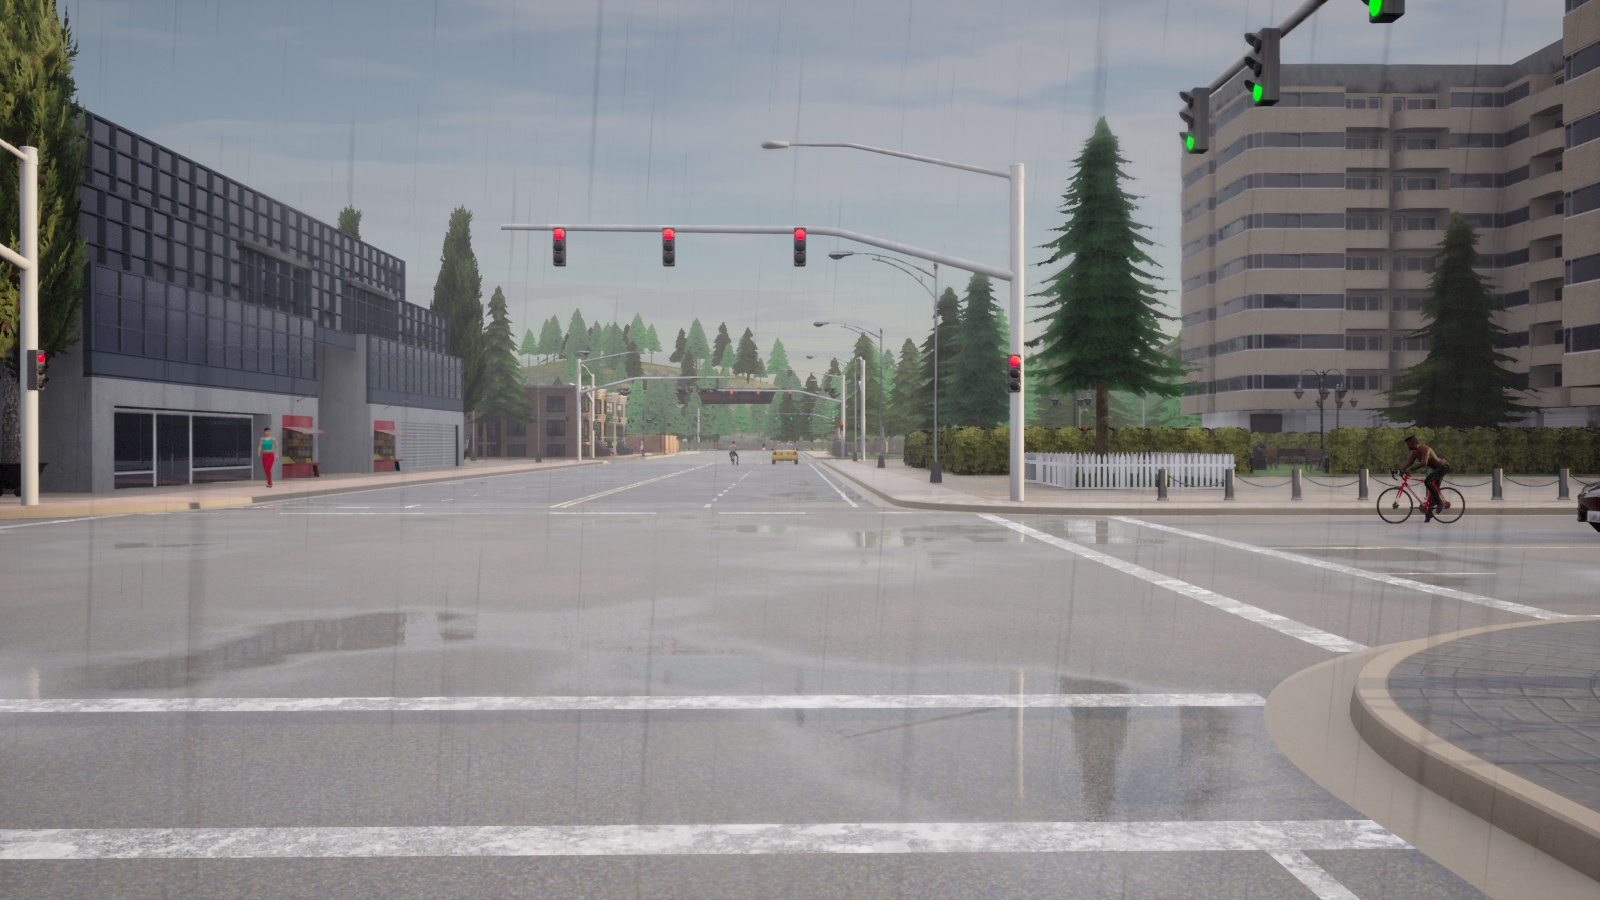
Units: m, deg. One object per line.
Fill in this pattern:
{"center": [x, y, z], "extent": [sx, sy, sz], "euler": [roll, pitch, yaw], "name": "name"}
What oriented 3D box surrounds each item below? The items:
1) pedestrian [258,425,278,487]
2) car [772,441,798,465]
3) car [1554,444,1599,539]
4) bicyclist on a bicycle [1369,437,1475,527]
{"center": [-15.837, 0.181, 37.376], "extent": [0.345, 1.836, 0.594], "euler": [0, 0, -1], "name": "pedestrian"}
{"center": [-1.048, 0.189, 87.747], "extent": [1.801, 1.575, 5.366], "euler": [0, 0, -1], "name": "car"}
{"center": [14.827, 0.647, 19.625], "extent": [4.792, 1.488, 2.163], "euler": [0, 0, -1], "name": "car"}
{"center": [11.414, 0.578, 23.080], "extent": [1.656, 1.620, 0.582], "euler": [0, 0, -1], "name": "bicyclist on a bicycle"}
